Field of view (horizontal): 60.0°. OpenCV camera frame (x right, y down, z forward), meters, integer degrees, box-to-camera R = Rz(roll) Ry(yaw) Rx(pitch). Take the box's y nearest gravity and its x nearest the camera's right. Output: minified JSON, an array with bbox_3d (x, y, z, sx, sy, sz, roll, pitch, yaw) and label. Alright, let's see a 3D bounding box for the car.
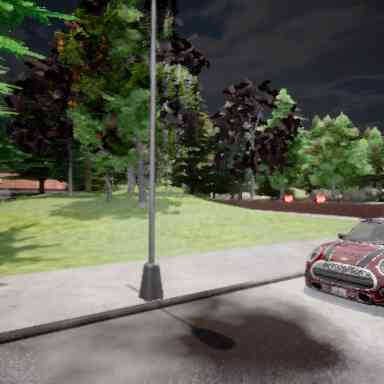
[{"bbox_3d":[4.787,1.429,8.004,4.553,1.767,2.097,1,0,-35],"label":"car"}]
